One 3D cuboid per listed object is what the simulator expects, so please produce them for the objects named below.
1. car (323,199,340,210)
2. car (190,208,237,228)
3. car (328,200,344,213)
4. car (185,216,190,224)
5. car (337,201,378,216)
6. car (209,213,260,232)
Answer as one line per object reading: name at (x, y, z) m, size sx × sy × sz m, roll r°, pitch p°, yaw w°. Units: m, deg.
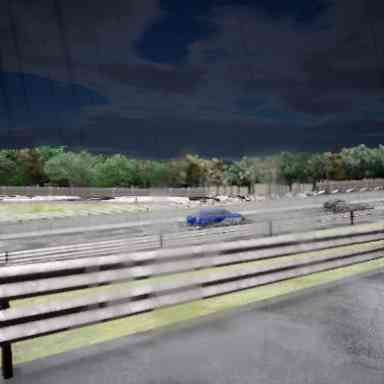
car at (21.545, 1.842, 49.147) m, size 4.892 × 1.490 × 1.837 m, roll -4°, pitch 2°, yaw -25°
car at (3.069, 2.828, 36.695) m, size 5.566 × 2.045 × 2.150 m, roll -4°, pitch 2°, yaw -25°
car at (21.241, 2.088, 45.146) m, size 4.718 × 1.301 × 1.895 m, roll -4°, pitch 2°, yaw -25°
car at (1.580, 3.094, 39.864) m, size 5.008 × 1.535 × 1.882 m, roll -4°, pitch 2°, yaw -25°
car at (20.879, 2.130, 41.117) m, size 4.902 × 1.511 × 2.128 m, roll -4°, pitch 2°, yaw -25°
car at (4.558, 3.253, 33.530) m, size 4.718 × 1.301 × 1.895 m, roll -4°, pitch 2°, yaw -25°
